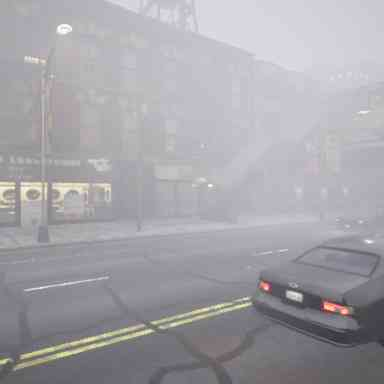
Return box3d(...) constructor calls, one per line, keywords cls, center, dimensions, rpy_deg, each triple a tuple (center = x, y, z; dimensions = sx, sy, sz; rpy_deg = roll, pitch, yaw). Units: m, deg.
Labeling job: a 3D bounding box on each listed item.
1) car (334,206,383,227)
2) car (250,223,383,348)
box3d(cls="car", center=(10.966, 1.546, 20.380), dimensions=(5.357, 1.411, 2.033), rpy_deg=(0, 0, -35))
box3d(cls="car", center=(3.514, 1.547, 6.242), dimensions=(5.357, 1.411, 2.033), rpy_deg=(0, 0, -35))
